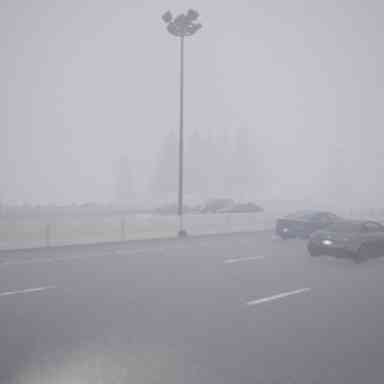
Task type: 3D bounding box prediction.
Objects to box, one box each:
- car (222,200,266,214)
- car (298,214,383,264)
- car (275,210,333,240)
[{"bbox_3d":[4.159,1.662,28.308,4.892,1.490,1.837,1,-1,-35],"label":"car"},{"bbox_3d":[6.230,1.713,12.475,4.181,1.385,1.994,1,-1,-35],"label":"car"},{"bbox_3d":[6.371,1.661,16.870,5.008,1.535,1.882,1,-1,-35],"label":"car"}]
